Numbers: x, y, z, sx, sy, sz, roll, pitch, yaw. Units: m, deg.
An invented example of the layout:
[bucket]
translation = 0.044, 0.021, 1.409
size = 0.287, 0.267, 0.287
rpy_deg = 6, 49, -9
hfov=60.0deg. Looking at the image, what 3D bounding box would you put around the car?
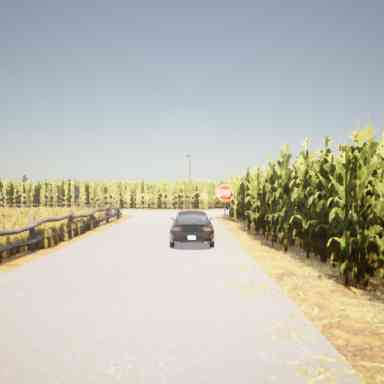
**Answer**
[car]
translation = 0.000, 1.530, 14.650
size = 1.812, 1.442, 4.674
rpy_deg = 0, 0, 0
